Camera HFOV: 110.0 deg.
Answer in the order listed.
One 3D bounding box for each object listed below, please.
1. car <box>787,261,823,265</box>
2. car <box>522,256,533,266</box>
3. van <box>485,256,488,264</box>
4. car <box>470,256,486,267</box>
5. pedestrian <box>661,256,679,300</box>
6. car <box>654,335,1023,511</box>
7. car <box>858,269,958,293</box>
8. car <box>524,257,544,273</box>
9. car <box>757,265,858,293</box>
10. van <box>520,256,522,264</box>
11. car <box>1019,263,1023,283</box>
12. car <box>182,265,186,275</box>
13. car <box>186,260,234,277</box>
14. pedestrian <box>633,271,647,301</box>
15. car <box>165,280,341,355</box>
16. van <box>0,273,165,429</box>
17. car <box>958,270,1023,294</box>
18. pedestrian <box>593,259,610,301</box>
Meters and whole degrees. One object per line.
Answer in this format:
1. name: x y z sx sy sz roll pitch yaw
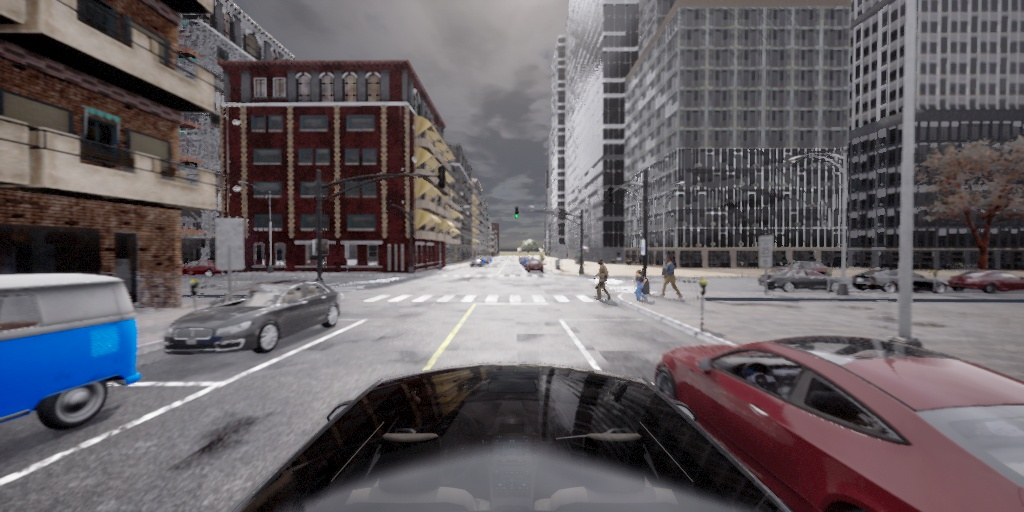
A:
1. car: 23.375 1.155 29.315 4.097 1.591 1.967 0 0 1
2. car: 2.659 1.038 46.721 1.967 1.591 4.097 0 0 0
3. van: -5.689 0.870 63.626 1.690 1.789 3.998 0 0 0
4. car: -5.689 1.119 57.980 1.948 1.339 4.313 0 0 0
5. pedestrian: 6.520 0.857 14.816 0.375 1.860 0.375 -1 1 0
6. car: 2.690 1.328 3.011 1.802 1.307 4.207 0 0 0
7. car: 22.197 1.434 20.692 4.313 1.339 1.948 0 0 1
8. car: 2.658 1.165 41.075 1.888 1.381 4.507 0 0 0
9. car: 16.715 1.393 20.768 4.403 1.370 2.007 0 0 1
10. van: 2.659 0.894 58.013 1.690 1.789 3.998 0 0 0
11. car: 41.108 1.329 26.306 5.008 1.535 1.882 0 1 1
12. car: -22.623 1.205 21.310 4.507 1.381 1.888 0 0 1
13. car: -25.856 1.033 29.966 4.507 1.381 1.888 0 0 1
14. pedestrian: 5.110 1.137 14.221 0.375 1.300 0.375 -1 1 0
15. car: -5.691 1.280 8.555 2.007 1.370 4.403 0 0 0
16. van: -5.691 1.087 2.976 1.690 1.789 3.998 0 0 0
17. car: 27.676 1.476 20.618 4.207 1.307 1.802 0 0 1
18. pedestrian: 3.851 1.004 15.419 0.375 1.860 0.375 -1 1 0
